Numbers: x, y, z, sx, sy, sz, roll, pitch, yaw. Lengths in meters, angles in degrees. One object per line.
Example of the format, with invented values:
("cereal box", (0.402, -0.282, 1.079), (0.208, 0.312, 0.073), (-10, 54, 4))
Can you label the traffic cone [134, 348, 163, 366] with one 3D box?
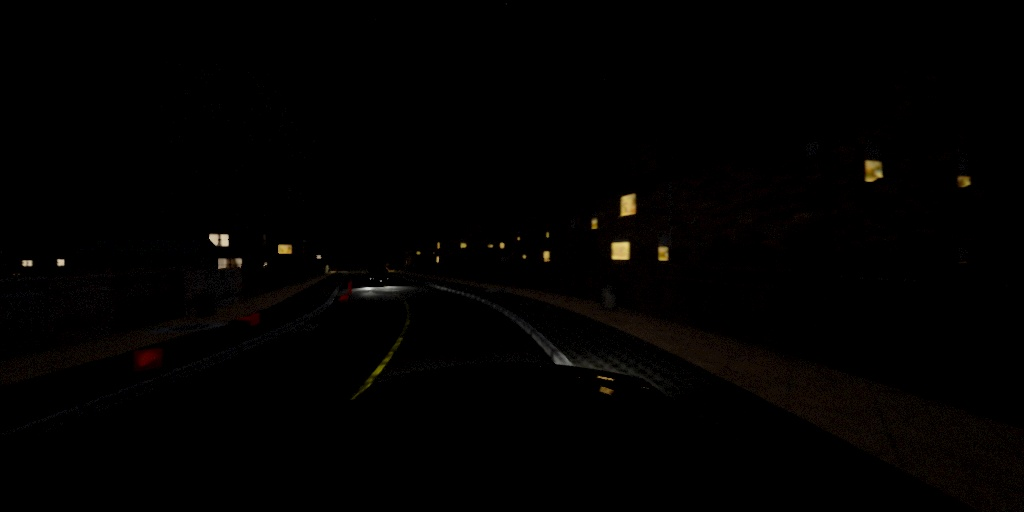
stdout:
("traffic cone", (-6.263, 1.488, 6.180), (0.340, 0.580, 0.340), (0, 0, -38))

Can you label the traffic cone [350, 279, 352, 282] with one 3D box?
("traffic cone", (-12.145, 2.175, 26.985), (0.340, 0.580, 0.340), (0, 0, -24))

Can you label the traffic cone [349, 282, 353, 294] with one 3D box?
("traffic cone", (-10.107, 2.073, 22.418), (0.340, 0.580, 0.340), (0, 0, -24))

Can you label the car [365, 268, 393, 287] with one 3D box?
("car", (-11.174, 1.741, 30.078), (1.837, 1.490, 4.892), (-1, -1, -24))

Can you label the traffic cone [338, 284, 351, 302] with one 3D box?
("traffic cone", (-8.159, 1.797, 17.483), (0.340, 0.580, 0.340), (0, 0, -23))

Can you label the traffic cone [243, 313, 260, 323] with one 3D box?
("traffic cone", (-7.452, 1.546, 10.420), (0.340, 0.580, 0.340), (0, 0, 2))
